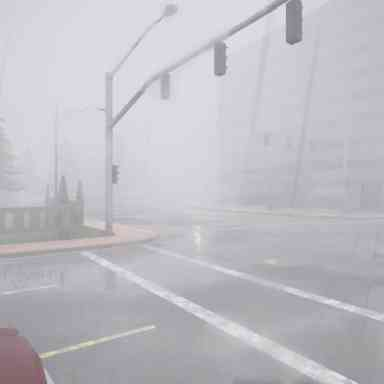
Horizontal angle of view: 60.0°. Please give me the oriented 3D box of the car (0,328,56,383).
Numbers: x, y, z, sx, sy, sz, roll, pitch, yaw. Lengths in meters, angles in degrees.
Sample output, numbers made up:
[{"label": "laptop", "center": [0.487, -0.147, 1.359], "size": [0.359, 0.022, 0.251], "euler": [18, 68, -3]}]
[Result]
[{"label": "car", "center": [-3.118, 1.601, 1.554], "size": [4.718, 1.301, 1.895], "euler": [0, 0, -35]}]
